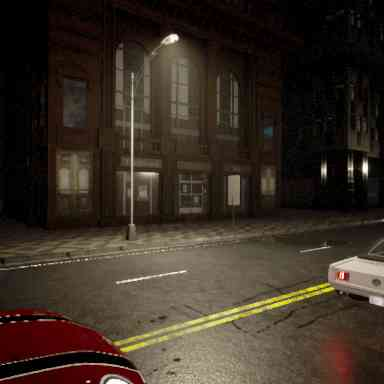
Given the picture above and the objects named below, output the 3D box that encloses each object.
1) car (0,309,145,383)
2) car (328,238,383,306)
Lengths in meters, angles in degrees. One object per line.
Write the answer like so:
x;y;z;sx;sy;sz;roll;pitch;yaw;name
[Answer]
-2.409;1.352;1.721;4.553;1.767;2.097;0;0;-36;car
5.031;1.597;7.026;4.718;1.301;1.895;0;0;-35;car
